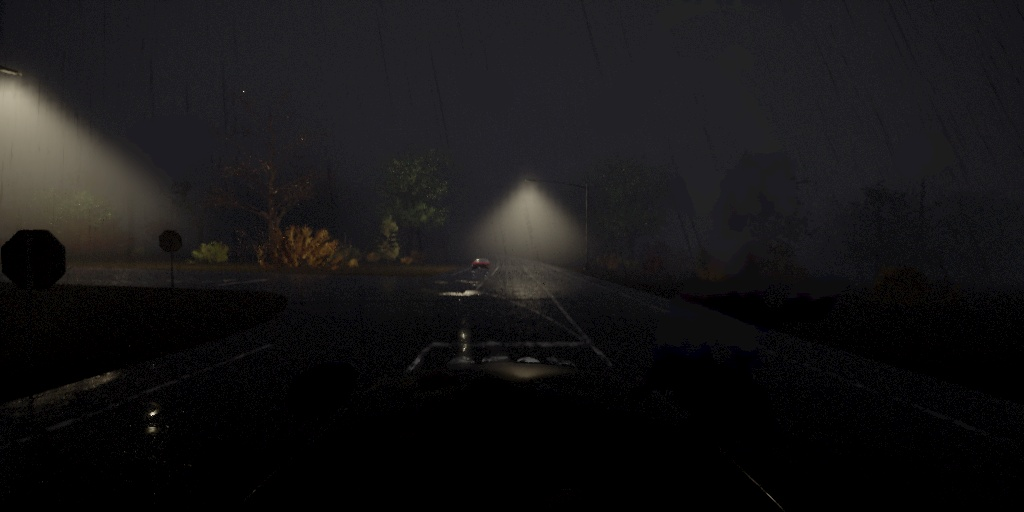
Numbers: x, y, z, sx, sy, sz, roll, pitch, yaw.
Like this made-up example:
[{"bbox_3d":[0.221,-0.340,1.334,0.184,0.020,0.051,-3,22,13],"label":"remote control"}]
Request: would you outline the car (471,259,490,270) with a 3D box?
[{"bbox_3d":[-3.590,0.962,41.627,1.895,1.301,4.718,0,1,0],"label":"car"}]
